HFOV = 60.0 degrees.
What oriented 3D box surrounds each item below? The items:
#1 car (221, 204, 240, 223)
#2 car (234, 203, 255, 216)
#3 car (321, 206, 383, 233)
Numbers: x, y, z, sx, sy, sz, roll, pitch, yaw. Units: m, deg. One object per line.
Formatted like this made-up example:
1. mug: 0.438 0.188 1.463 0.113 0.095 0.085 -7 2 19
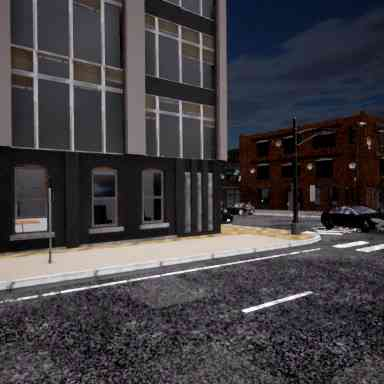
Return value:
1. car: 1.636 1.935 28.516 1.947 1.339 4.313 -2 0 -37
2. car: 5.263 1.920 38.109 2.008 1.369 4.403 -2 0 -37
3. car: 9.913 1.586 20.084 2.128 1.511 4.902 -1 -2 -17
